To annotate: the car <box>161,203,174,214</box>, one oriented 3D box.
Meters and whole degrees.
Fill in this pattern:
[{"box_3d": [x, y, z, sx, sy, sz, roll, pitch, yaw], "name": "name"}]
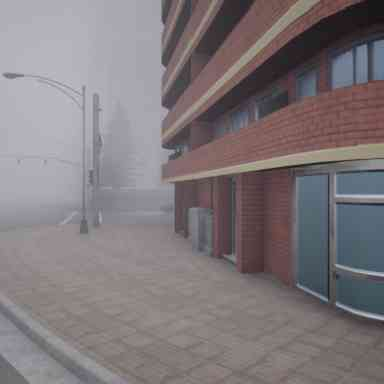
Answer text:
[{"box_3d": [-0.897, 1.495, 34.831, 4.674, 1.442, 1.812, 0, 0, -14], "name": "car"}]
